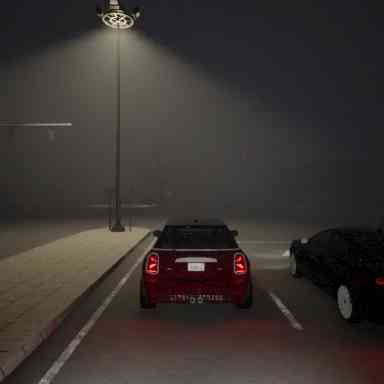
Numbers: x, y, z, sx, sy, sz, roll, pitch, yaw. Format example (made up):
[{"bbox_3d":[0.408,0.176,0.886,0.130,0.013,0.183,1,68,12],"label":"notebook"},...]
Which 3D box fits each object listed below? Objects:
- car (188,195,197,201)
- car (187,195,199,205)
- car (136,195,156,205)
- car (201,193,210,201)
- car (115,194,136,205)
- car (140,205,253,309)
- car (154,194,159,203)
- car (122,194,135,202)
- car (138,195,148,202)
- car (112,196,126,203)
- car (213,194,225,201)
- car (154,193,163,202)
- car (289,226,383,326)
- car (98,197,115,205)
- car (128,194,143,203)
[{"bbox_3d":[0.178,1.516,85.535,2.128,1.511,4.902,0,0,0],"label":"car"},{"bbox_3d":[0.114,1.478,54.925,1.882,1.535,5.008,0,0,0],"label":"car"},{"bbox_3d":[-7.958,1.564,57.323,1.994,1.385,4.181,0,0,0],"label":"car"},{"bbox_3d":[3.679,1.546,85.944,1.994,1.385,4.181,0,0,0],"label":"car"},{"bbox_3d":[-11.451,1.478,58.138,1.882,1.535,5.008,0,0,0],"label":"car"},{"bbox_3d":[0.083,1.352,8.042,2.097,1.767,4.553,0,0,0],"label":"car"},{"bbox_3d":[-7.891,1.601,66.077,1.895,1.301,4.718,0,0,1],"label":"car"},{"bbox_3d":[-14.838,1.355,78.017,2.097,1.767,4.553,0,0,0],"label":"car"},{"bbox_3d":[-11.340,1.524,77.093,1.812,1.442,4.674,0,0,0],"label":"car"},{"bbox_3d":[-14.859,1.564,68.028,1.994,1.385,4.181,0,0,0],"label":"car"},{"bbox_3d":[7.179,1.348,85.907,2.097,1.767,4.553,0,0,0],"label":"car"},{"bbox_3d":[-7.841,1.225,76.648,2.150,2.045,5.566,0,0,0],"label":"car"},{"bbox_3d":[3.578,1.478,7.166,1.882,1.535,5.008,0,0,0],"label":"car"},{"bbox_3d":[-14.948,1.564,58.332,1.994,1.385,4.181,0,0,0],"label":"car"},{"bbox_3d":[-11.378,1.352,67.174,2.097,1.767,4.553,0,0,1],"label":"car"}]
